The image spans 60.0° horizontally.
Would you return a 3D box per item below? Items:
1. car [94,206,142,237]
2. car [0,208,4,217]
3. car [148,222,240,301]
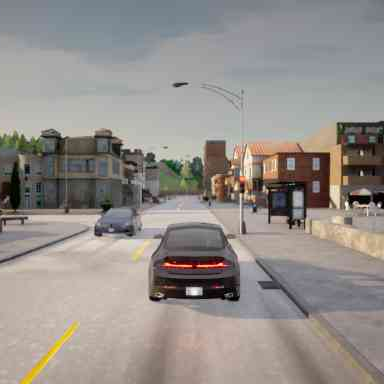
[{"bbox_3d":[-3.812,1.526,18.016,1.812,1.442,4.674,1,0,0],"label":"car"},{"bbox_3d":[-17.721,1.478,26.544,5.008,1.535,1.882,0,0,0],"label":"car"},{"bbox_3d":[0.062,1.505,8.294,1.837,1.490,4.892,0,0,1],"label":"car"}]
